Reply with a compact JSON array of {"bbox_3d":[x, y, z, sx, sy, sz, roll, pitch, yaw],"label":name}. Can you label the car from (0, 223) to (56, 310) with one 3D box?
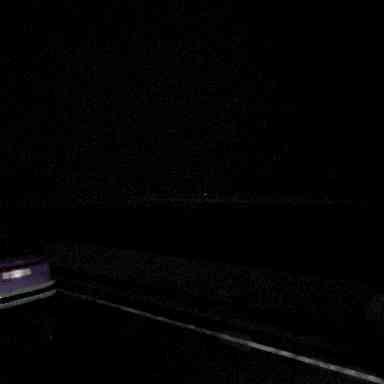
[{"bbox_3d":[-4.817,1.476,6.995,4.856,1.649,2.033,0,0,35],"label":"car"}]
